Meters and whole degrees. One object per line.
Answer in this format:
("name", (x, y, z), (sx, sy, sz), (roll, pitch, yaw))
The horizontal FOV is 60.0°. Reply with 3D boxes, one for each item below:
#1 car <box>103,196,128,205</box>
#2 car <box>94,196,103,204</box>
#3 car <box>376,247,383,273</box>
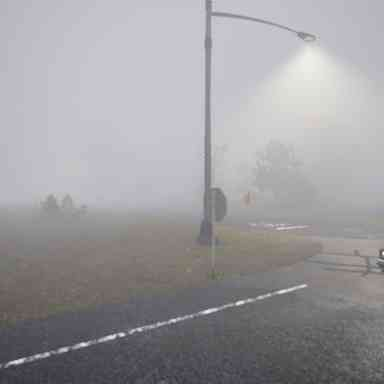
("car", (-12.378, 1.434, 54.982), (2.033, 1.411, 5.357), (0, 0, -33))
("car", (-16.379, 1.420, 60.890), (2.033, 1.411, 5.357), (0, 0, -34))
("car", (6.871, 1.581, 8.765), (4.718, 1.301, 1.895), (0, 0, -35))
